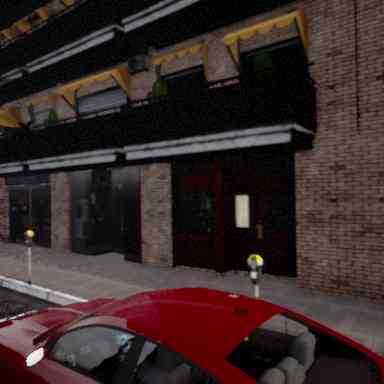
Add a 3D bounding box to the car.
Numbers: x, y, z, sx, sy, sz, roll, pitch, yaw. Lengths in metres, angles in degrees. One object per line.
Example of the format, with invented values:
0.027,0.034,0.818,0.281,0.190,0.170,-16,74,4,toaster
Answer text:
-0.239,1.561,2.901,4.507,1.381,1.887,-1,-1,35,car
